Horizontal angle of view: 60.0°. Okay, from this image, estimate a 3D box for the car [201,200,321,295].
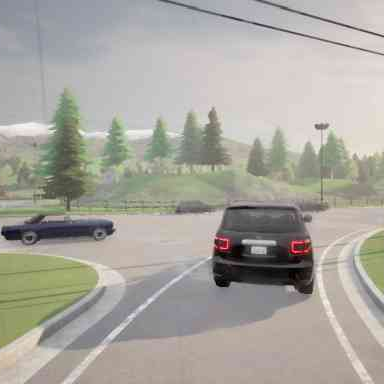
[{"bbox_3d":[2.040,1.222,9.044,2.150,2.045,5.566,0,0,16],"label":"car"}]

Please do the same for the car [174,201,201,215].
[{"bbox_3d":[0.281,1.563,34.060,4.181,1.385,1.994,0,0,-27],"label":"car"}]

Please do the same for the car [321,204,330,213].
[{"bbox_3d":[12.468,1.547,36.234,5.357,1.411,2.033,0,0,-27],"label":"car"}]

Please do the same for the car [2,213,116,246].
[{"bbox_3d":[-5.974,1.601,15.289,4.718,1.301,1.895,0,0,-27],"label":"car"}]
